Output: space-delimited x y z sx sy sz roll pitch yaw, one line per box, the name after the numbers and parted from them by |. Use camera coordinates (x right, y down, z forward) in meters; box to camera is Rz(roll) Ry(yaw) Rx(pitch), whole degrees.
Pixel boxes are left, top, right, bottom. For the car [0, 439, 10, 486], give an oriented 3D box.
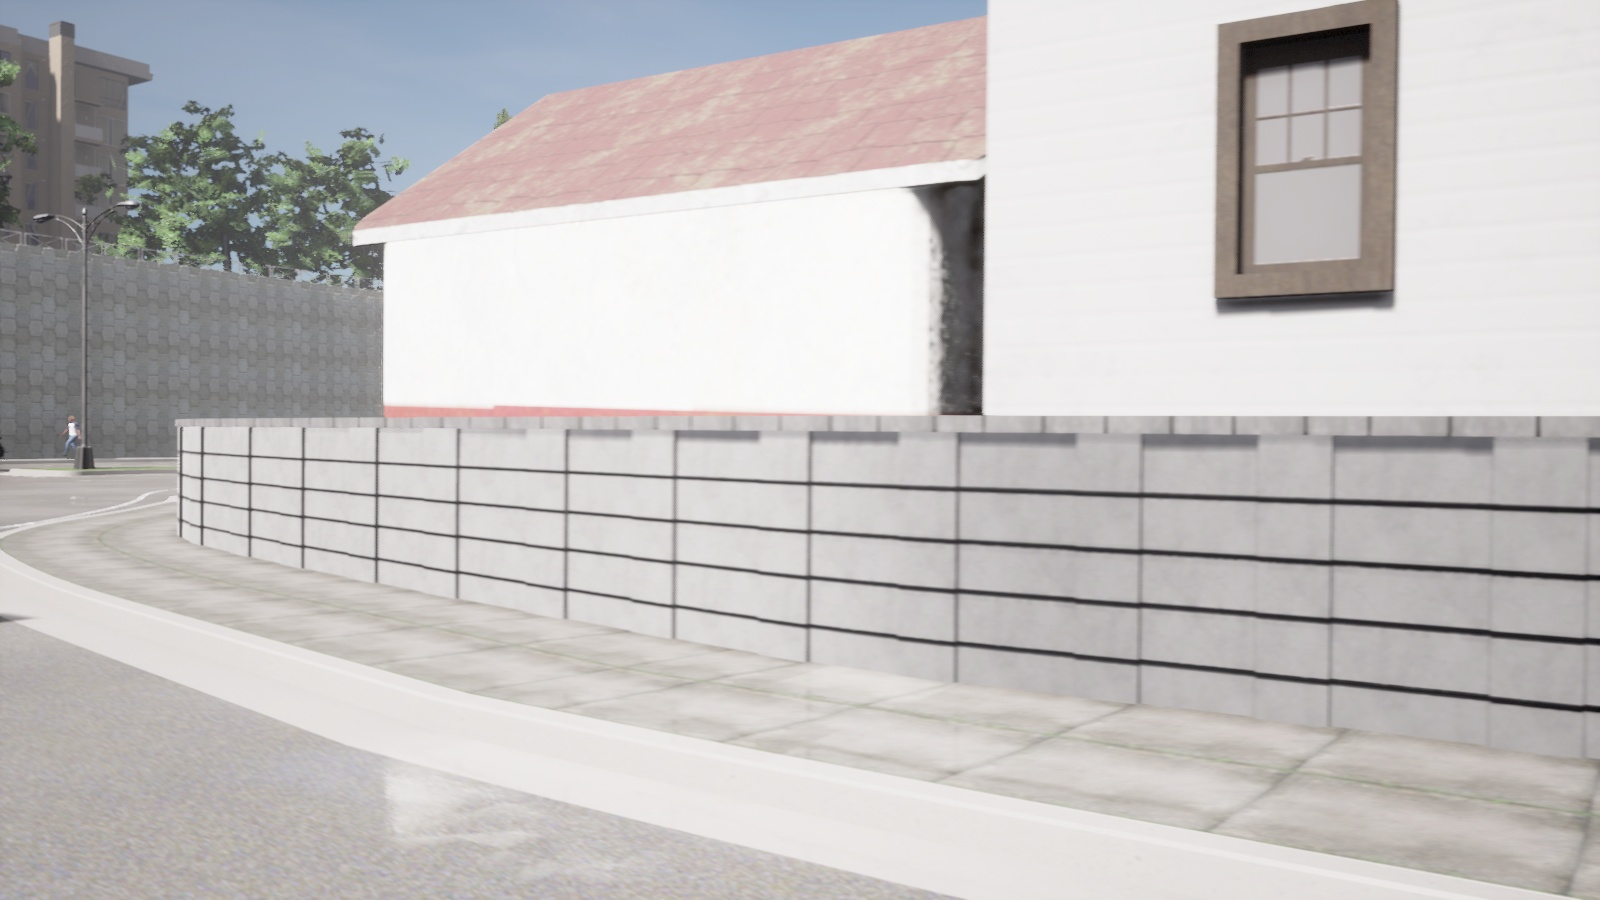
-28.000 0.419 39.501 2.128 1.511 4.902 0 1 41 | car

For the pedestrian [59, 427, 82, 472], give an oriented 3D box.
-29.714 -0.016 51.125 0.354 1.836 0.706 0 1 29 | pedestrian
